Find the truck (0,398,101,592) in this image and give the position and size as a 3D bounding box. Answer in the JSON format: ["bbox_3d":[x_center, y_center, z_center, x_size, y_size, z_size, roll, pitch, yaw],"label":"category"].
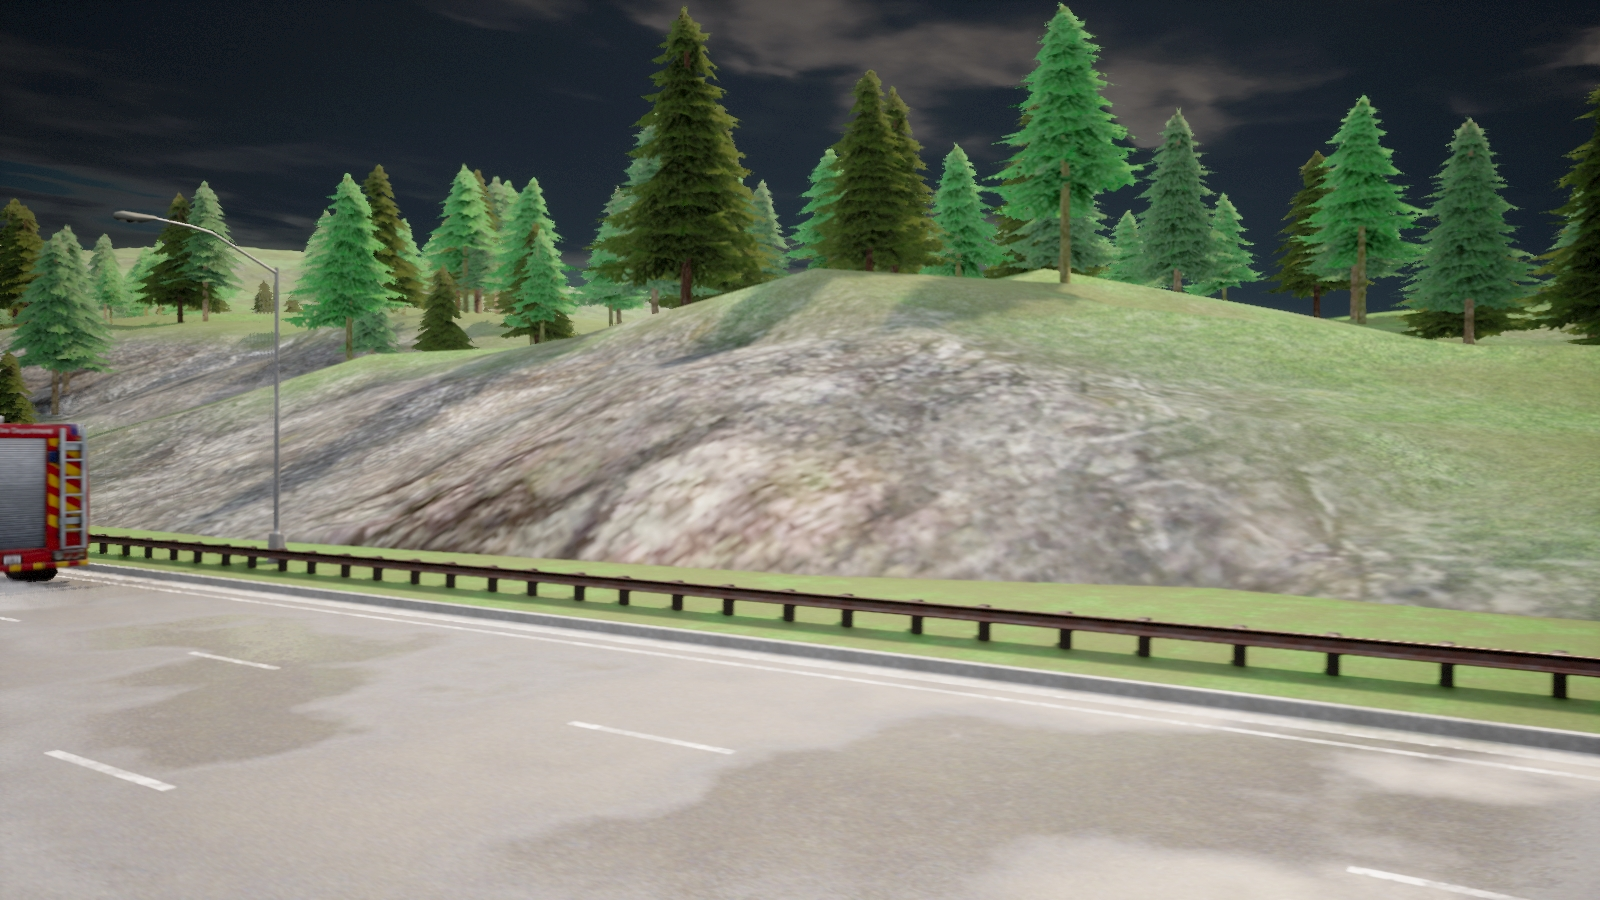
[{"bbox_3d":[-19.138,0.891,25.366,8.468,3.827,2.891,0,0,34],"label":"truck"}]
